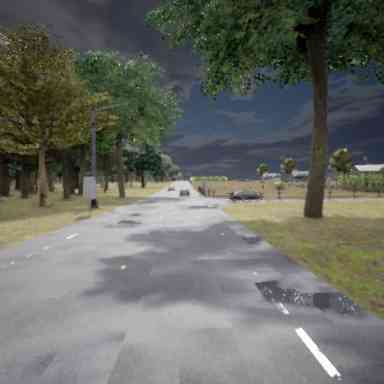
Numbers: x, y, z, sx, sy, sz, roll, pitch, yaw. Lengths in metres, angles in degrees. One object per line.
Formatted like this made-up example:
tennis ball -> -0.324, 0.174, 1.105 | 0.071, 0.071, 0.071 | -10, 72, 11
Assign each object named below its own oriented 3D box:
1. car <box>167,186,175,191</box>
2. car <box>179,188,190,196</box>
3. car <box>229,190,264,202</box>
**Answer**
car -> -5.545, -0.871, 88.629 | 1.812, 1.442, 4.674 | -1, 2, -1
car -> -1.365, -0.011, 62.886 | 2.128, 1.511, 4.902 | -1, 2, -1
car -> 7.002, 0.489, 42.801 | 4.674, 1.442, 1.812 | -1, 0, -25
